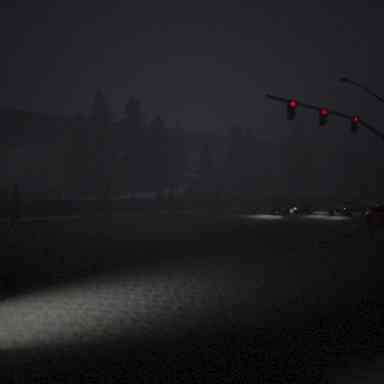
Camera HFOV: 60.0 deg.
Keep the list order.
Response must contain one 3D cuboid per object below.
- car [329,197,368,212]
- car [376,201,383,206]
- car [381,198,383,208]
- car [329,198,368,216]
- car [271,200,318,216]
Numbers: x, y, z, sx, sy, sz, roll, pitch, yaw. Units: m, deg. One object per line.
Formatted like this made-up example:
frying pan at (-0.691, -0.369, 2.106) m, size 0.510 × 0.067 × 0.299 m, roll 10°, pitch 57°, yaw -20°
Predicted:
car at (18.137, 1.433, 38.419) m, size 5.008 × 1.535 × 1.882 m, roll 0°, pitch 0°, yaw -35°
car at (22.345, 1.478, 37.127) m, size 4.674 × 1.442 × 1.812 m, roll 0°, pitch 0°, yaw -36°
car at (27.883, 1.438, 45.370) m, size 4.181 × 1.385 × 1.994 m, roll -2°, pitch 1°, yaw -34°
car at (15.069, 1.489, 31.929) m, size 4.674 × 1.442 × 1.812 m, roll 0°, pitch 0°, yaw -36°
car at (10.140, 1.514, 32.712) m, size 5.357 × 1.411 × 2.033 m, roll 0°, pitch 0°, yaw -35°
